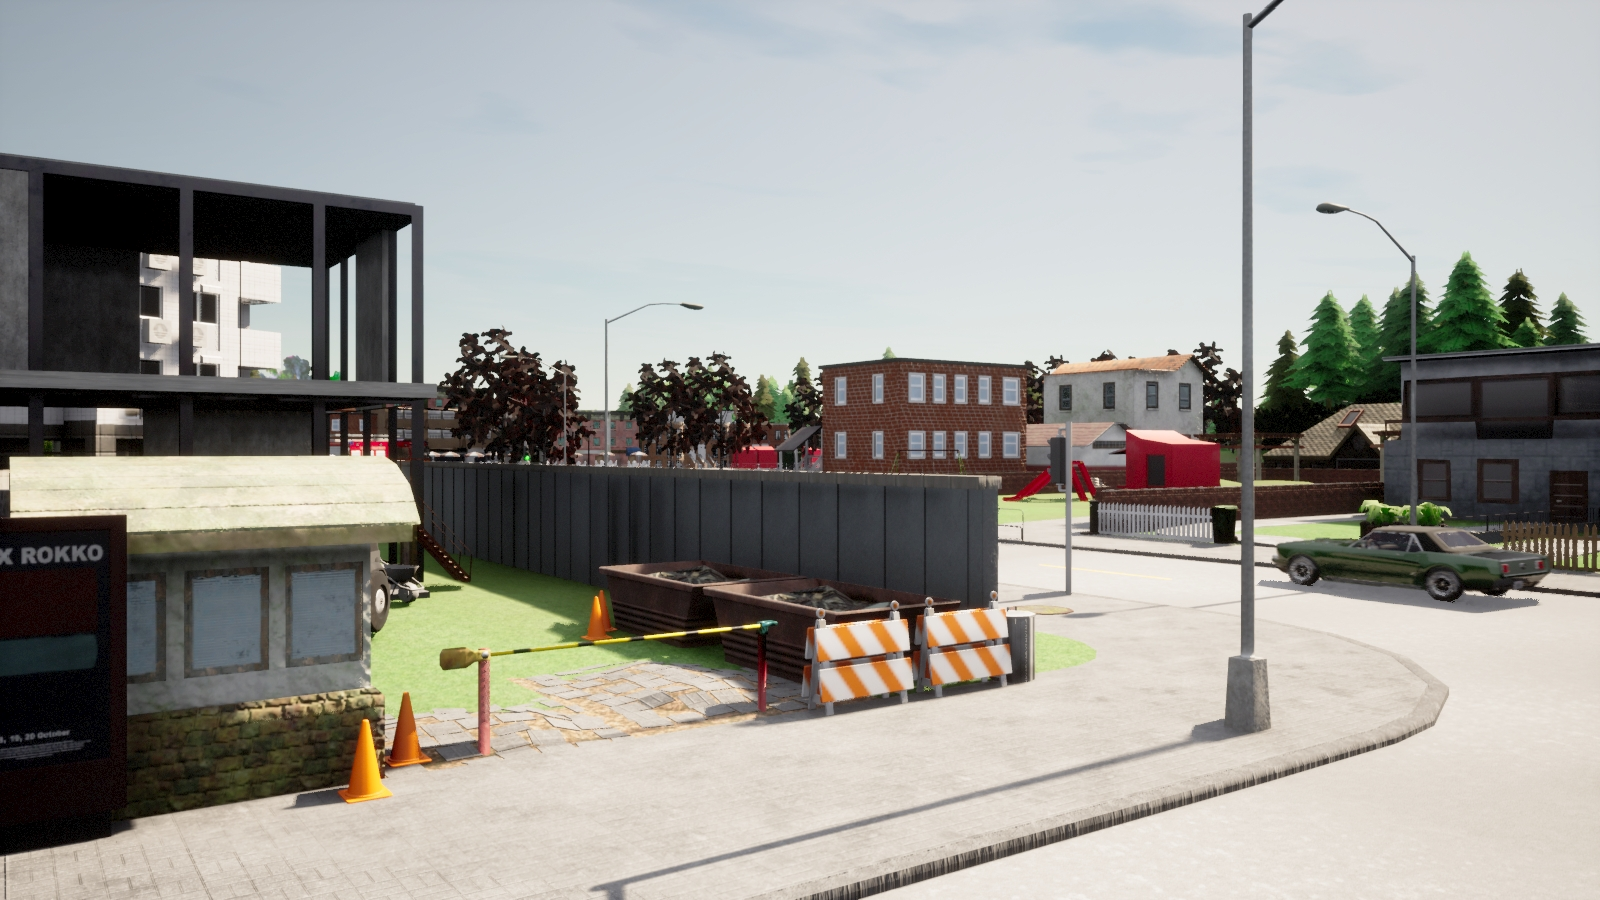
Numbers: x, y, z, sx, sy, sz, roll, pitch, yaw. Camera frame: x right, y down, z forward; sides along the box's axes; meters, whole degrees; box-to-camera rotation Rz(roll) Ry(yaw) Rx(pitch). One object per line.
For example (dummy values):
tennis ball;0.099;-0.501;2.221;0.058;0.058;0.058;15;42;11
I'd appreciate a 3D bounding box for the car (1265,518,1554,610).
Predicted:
car;11.823;2.146;22.514;1.895;1.301;4.718;0;0;-31
